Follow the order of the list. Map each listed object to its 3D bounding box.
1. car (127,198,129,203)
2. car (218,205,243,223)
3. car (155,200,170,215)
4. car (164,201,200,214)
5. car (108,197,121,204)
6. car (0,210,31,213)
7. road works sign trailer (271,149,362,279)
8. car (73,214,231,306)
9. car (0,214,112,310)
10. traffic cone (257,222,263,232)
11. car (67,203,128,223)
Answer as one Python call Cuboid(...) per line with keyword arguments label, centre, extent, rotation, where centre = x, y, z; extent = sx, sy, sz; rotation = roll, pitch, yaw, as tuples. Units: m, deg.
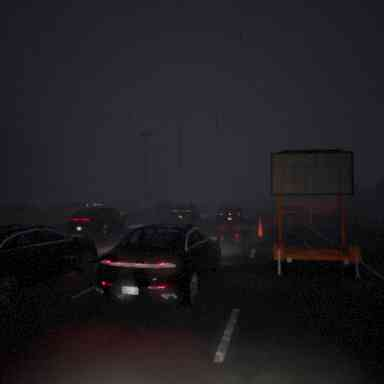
Cuboid(label="car", centre=(-13.904, 1.942, 76.699), extent=(1.895, 1.301, 4.718), rotation=(0, 0, -8))
Cuboid(label="car", centre=(3.170, 1.710, 27.078), extent=(1.895, 1.301, 4.718), rotation=(0, 0, 8))
Cuboid(label="car", centre=(-2.782, 1.638, 36.500), extent=(1.882, 1.535, 5.008), rotation=(0, 0, 6))
Cuboid(label="car", centre=(-0.457, 1.606, 26.581), extent=(2.128, 1.511, 4.902), rotation=(0, 0, 9))
Cuboid(label="car", centre=(-16.971, 1.865, 72.826), extent=(2.128, 1.511, 4.902), rotation=(0, 0, -6))
Cuboid(label="car", centre=(-17.480, 1.648, 32.543), extent=(1.882, 1.535, 5.008), rotation=(0, 0, 7))
Cuboid(label="road works sign trailer", centre=(3.665, 0.502, 10.327), extent=(2.380, 3.560, 2.880), rotation=(0, 0, 11))
Cuboid(label="car", centre=(-0.503, 1.527, 8.218), extent=(2.128, 1.511, 4.902), rotation=(0, 0, 14))
Cuboid(label="car", centre=(-4.149, 1.534, 8.048), extent=(2.128, 1.511, 4.902), rotation=(0, 0, 14))
Cuboid(label="traffic cone", centre=(3.602, 2.023, 17.477), extent=(0.340, 0.580, 0.340), rotation=(0, 0, 11))
Cuboid(label="car", centre=(-5.250, 1.596, 19.237), extent=(1.837, 1.490, 4.892), rotation=(0, 0, 11))
